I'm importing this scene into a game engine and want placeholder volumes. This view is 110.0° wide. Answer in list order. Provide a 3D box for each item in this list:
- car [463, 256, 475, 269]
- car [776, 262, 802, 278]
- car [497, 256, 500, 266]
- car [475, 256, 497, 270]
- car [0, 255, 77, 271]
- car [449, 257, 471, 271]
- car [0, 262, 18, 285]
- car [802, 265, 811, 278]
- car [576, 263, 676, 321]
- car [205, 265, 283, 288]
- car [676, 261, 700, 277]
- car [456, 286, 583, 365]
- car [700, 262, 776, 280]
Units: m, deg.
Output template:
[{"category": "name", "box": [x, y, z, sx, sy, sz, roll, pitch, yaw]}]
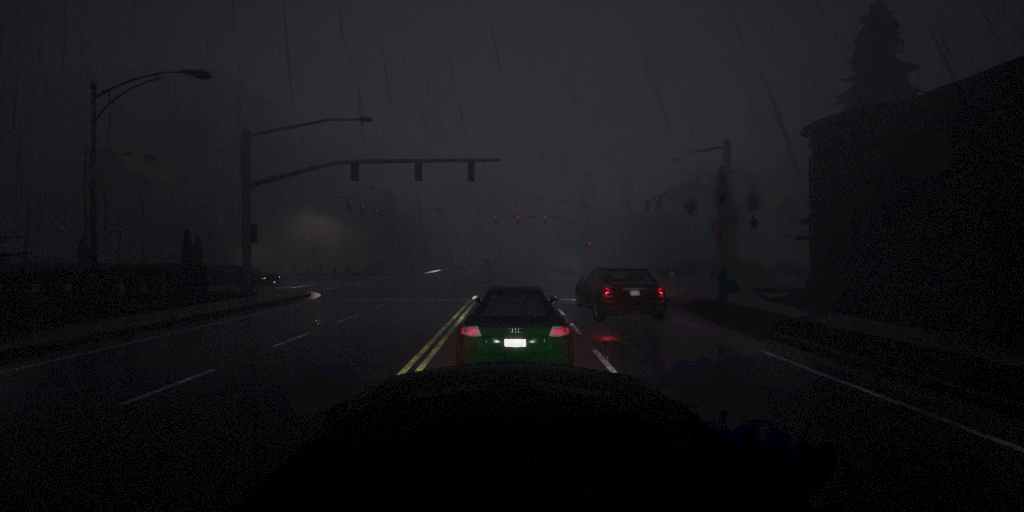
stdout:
[{"category": "car", "box": [-7.084, 1.240, 57.219, 2.128, 1.511, 4.902, 0, 0, 0]}, {"category": "car", "box": [25.528, 1.275, 33.890, 4.674, 1.442, 1.812, 0, 0, -4]}, {"category": "car", "box": [-3.577, 1.240, 59.772, 2.128, 1.511, 4.902, 0, 0, 0]}, {"category": "car", "box": [-3.589, 1.101, 50.727, 2.097, 1.767, 4.553, 0, 0, 0]}, {"category": "car", "box": [-34.493, 0.965, 26.828, 5.566, 2.045, 2.150, 1, 0, 0]}, {"category": "car", "box": [-7.096, 1.227, 47.793, 1.882, 1.535, 5.008, 0, 0, 0]}, {"category": "car", "box": [-36.315, 1.296, 23.330, 5.357, 1.411, 2.033, 0, 0, 0]}, {"category": "car", "box": [28.467, 0.971, 30.601, 5.566, 2.045, 2.150, 0, 0, -7]}, {"category": "car", "box": [3.582, 1.102, 12.563, 2.097, 1.767, 4.553, 0, 0, 0]}, {"category": "car", "box": [-18.005, 1.297, 23.263, 5.357, 1.411, 2.033, 0, 0, 2]}, {"category": "car", "box": [16.196, 1.227, 33.624, 5.008, 1.535, 1.882, 0, 0, -2]}, {"category": "car", "box": [0.064, 1.314, 7.552, 1.994, 1.385, 4.181, 0, 0, 0]}, {"category": "car", "box": [18.957, 1.254, 30.185, 4.892, 1.490, 1.837, 0, 0, -1]}]
